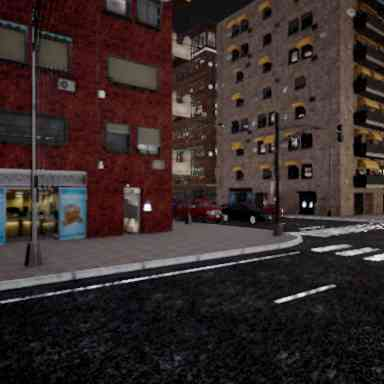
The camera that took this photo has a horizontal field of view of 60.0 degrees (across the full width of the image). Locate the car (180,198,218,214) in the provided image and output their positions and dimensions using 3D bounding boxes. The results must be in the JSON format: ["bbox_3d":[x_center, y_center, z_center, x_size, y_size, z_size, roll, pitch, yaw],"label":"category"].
[{"bbox_3d":[0.834,1.716,41.834,2.192,1.841,5.009,-1,0,-37],"label":"car"}]

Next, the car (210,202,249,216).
[{"bbox_3d":[4.153,1.896,37.359,1.947,1.339,4.313,-1,0,-37],"label":"car"}]

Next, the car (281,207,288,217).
[{"bbox_3d":[7.467,1.841,32.885,1.802,1.307,4.206,-1,0,-37],"label":"car"}]

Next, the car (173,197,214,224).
[{"bbox_3d":[0.493,1.585,27.766,2.192,1.841,5.009,-1,0,-37],"label":"car"}]

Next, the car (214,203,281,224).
[{"bbox_3d":[4.400,1.708,27.095,1.882,1.535,5.008,0,-1,-37],"label":"car"}]

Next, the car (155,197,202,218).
[{"bbox_3d":[-1.562,1.579,35.147,2.150,2.045,5.566,0,-1,-36],"label":"car"}]
